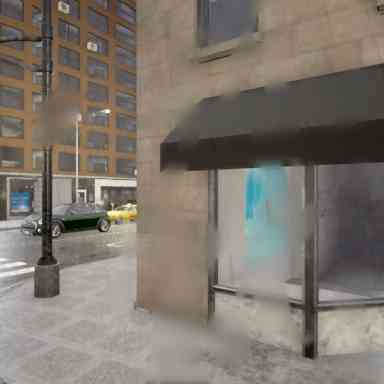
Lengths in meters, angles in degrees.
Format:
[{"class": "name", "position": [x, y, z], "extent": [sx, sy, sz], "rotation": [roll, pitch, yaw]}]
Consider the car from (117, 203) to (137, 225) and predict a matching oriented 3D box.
[{"class": "car", "position": [-4.825, 1.548, 24.633], "extent": [1.752, 1.417, 4.829], "rotation": [0, 0, 36]}]

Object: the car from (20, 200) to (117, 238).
[{"class": "car", "position": [-6.626, 1.366, 17.807], "extent": [2.097, 1.767, 4.553], "rotation": [0, 0, 36]}]
